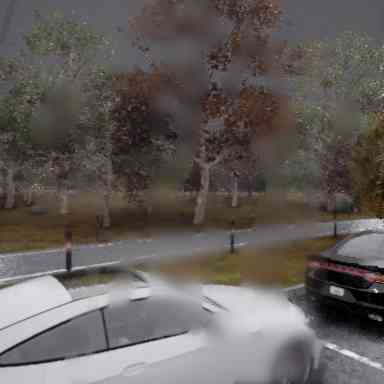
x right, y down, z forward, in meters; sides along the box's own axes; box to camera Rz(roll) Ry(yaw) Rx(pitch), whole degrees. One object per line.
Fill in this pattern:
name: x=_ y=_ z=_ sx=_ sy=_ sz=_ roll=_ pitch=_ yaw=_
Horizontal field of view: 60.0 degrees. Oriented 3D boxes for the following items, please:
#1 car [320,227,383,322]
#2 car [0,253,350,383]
car: x=4.518 y=1.462 z=6.845 sx=5.008 sy=1.535 sz=2.097 roll=-1 pitch=0 yaw=-32
car: x=-0.692 y=1.534 z=3.423 sx=4.674 sy=1.452 sz=2.002 roll=0 pitch=0 yaw=-34
